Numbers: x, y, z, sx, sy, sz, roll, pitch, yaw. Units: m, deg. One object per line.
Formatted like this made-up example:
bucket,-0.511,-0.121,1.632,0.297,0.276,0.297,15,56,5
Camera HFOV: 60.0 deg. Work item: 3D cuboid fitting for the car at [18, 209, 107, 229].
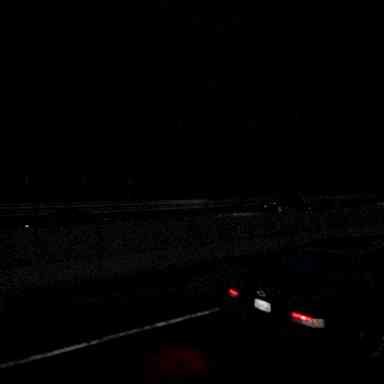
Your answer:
car,-6.379,1.554,16.611,4.181,1.385,1.994,0,0,-35

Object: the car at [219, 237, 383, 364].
car,2.982,1.536,5.845,5.357,1.411,2.033,0,0,-35

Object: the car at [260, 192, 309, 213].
car,9.641,1.084,35.355,5.566,2.045,2.150,-1,0,-37

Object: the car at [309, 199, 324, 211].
car,13.440,1.400,34.468,4.181,1.385,1.994,-1,0,-34

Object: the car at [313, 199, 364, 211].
car,11.279,1.464,24.629,4.181,1.385,1.994,-1,0,-34
